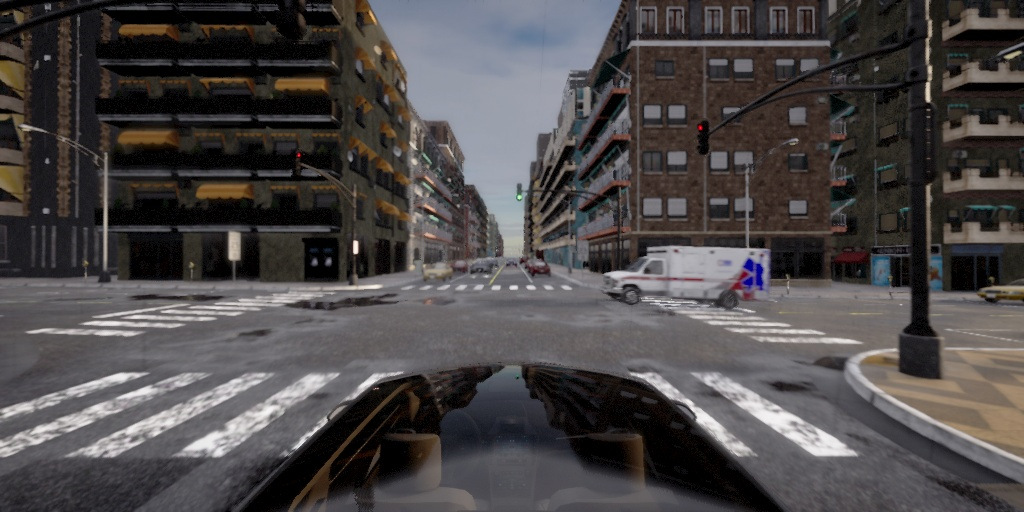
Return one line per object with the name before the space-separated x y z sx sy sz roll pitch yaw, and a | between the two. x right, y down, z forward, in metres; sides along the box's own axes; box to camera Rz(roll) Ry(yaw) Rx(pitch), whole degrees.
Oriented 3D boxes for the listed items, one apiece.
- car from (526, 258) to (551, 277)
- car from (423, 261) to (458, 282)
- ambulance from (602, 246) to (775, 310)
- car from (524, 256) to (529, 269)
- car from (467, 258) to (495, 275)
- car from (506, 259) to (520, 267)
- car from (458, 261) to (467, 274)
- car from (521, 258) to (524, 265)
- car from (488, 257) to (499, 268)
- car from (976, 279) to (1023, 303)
car | 2.655 1.186 33.790 1.888 1.381 4.507 0 0 0
car | -5.719 1.185 28.101 1.751 1.417 4.829 0 0 0
ambulance | 7.114 0.861 15.022 6.366 2.431 2.351 2 0 -1
car | 2.649 1.062 39.314 1.967 1.591 4.097 0 0 0
car | -3.124 1.194 36.870 1.994 1.385 4.181 0 0 0
car | -0.064 1.157 59.659 1.895 1.301 4.718 0 0 0
car | -5.732 1.167 39.318 1.888 1.381 4.507 0 0 0
car | 2.636 1.168 50.361 1.802 1.307 4.207 0 0 0
car | -3.106 1.132 56.107 1.994 1.385 4.181 0 0 1
car | 26.228 1.695 17.844 4.829 1.417 1.751 0 0 0
